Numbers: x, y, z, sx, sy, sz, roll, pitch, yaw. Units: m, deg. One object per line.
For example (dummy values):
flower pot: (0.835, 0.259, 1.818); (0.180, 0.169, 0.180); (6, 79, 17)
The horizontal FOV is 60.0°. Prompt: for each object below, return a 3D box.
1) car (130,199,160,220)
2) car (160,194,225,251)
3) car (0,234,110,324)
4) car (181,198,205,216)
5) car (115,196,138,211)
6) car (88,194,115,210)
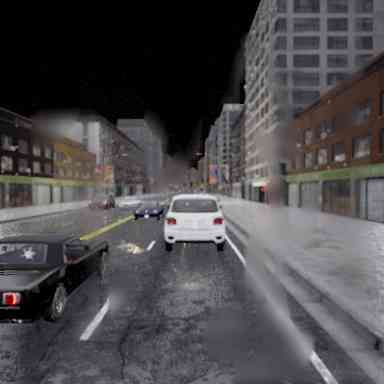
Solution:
car: (-3.153, 1.378, 25.337); (1.895, 1.301, 4.718); (0, 0, 0)
car: (0.099, 1.101, 13.666); (2.150, 2.045, 5.566); (0, 1, 0)
car: (-3.151, 1.538, 7.005); (1.895, 1.301, 4.718); (0, 1, 0)
car: (0.093, 1.281, 30.323); (2.033, 1.411, 5.357); (0, 1, 0)
car: (-6.529, 1.214, 35.571); (1.812, 1.442, 4.674); (0, 0, 0)
car: (-9.774, 1.032, 36.408); (2.097, 1.767, 4.553); (0, 1, 0)
